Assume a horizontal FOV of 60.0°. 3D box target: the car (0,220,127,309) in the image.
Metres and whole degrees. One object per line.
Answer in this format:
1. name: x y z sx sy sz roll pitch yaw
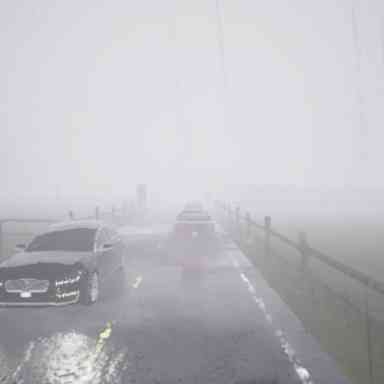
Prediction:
1. car: -2.846 1.512 8.129 1.837 1.490 4.892 0 0 0

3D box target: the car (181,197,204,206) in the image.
1. car: 0.110 1.513 32.143 1.882 1.535 5.008 0 0 0

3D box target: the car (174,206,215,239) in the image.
1. car: 0.107 1.617 17.307 1.895 1.301 4.718 0 0 0
